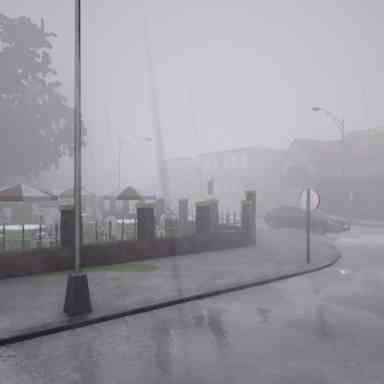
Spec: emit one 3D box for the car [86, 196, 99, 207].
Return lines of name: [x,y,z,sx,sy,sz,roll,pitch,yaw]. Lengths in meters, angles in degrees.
car: [-15.541,1.221,49.398,2.150,2.045,5.566,0,0,-35]

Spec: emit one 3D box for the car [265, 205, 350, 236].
car: [6.311,1.502,18.668,1.837,1.490,4.892,0,0,-35]

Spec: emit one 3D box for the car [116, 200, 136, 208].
car: [-10.012,1.473,48.730,1.882,1.535,5.008,0,0,-35]

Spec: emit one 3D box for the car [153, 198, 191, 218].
car: [-2.017,1.351,30.327,2.097,1.767,4.553,0,0,-36]
